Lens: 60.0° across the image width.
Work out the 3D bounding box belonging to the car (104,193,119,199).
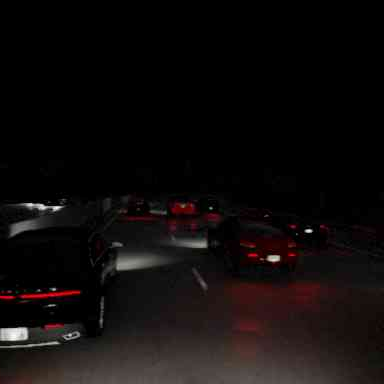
[{"bbox_3d":[-13.894,0.908,57.887,1.837,1.490,4.892,1,1,3],"label":"car"}]

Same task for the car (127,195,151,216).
[{"bbox_3d":[-4.684,1.221,29.304,1.882,1.535,5.008,1,0,-8],"label":"car"}]

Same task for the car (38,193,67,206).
[{"bbox_3d":[-17.012,0.940,41.416,1.837,1.490,4.892,1,0,-6],"label":"car"}]

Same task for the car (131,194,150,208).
[{"bbox_3d":[-6.420,1.130,41.883,2.128,1.511,4.902,1,1,-5],"label":"car"}]

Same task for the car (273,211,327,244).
[{"bbox_3d":[4.512,1.565,15.715,1.994,1.385,4.181,1,0,-9],"label":"car"}]

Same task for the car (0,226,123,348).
[{"bbox_3d":[-2.474,1.421,6.347,1.837,1.490,4.892,1,0,-9],"label":"car"}]

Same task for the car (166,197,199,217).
[{"bbox_3d":[-1.049,1.169,28.962,2.097,1.767,4.553,1,0,-9],"label":"car"}]

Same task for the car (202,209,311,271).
[{"bbox_3d":[1.734,1.499,10.739,1.812,1.442,4.674,1,0,-9],"label":"car"}]

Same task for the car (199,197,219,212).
[{"bbox_3d":[1.527,1.338,35.300,1.837,1.490,4.892,1,0,-9],"label":"car"}]

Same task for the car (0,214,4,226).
[{"bbox_3d":[-9.493,1.285,13.375,2.033,1.411,5.357,1,0,-9],"label":"car"}]

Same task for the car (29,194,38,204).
[{"bbox_3d":[-20.854,0.904,45.961,1.994,1.385,4.181,1,0,-3],"label":"car"}]
